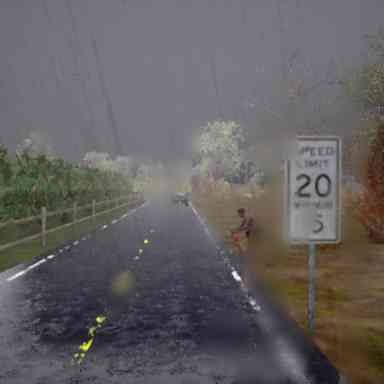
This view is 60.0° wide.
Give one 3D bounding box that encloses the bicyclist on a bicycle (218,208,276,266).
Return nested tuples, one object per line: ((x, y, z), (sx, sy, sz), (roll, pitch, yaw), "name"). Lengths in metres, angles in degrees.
((1.543, 1.281, 9.326), (1.656, 1.620, 0.582), (0, 1, -2), "bicyclist on a bicycle")

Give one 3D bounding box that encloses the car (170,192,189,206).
((-1.394, 0.796, 38.679), (1.837, 1.490, 4.892), (0, 1, -2), "car")

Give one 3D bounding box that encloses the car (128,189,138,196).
((-13.089, 0.059, 71.428), (1.882, 1.535, 5.008), (-1, 2, -33), "car")

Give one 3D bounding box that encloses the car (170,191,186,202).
((-2.142, 0.635, 48.993), (2.033, 1.411, 5.357), (0, 1, -7), "car")
